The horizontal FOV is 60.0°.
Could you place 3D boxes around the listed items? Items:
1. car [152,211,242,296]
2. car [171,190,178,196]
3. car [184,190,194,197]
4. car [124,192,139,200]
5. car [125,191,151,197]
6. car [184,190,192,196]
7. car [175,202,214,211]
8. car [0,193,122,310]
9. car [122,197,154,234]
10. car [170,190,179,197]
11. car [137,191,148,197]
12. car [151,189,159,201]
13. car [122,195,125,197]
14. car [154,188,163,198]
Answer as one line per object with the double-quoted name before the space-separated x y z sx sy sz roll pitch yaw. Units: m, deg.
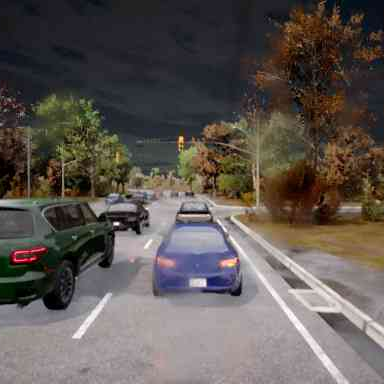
"car" 0.106 1.429 8.273 1.812 1.442 4.674 0 1 0
"car" -4.488 0.169 85.878 1.812 1.442 4.674 0 1 -3
"car" -0.509 0.364 75.931 1.882 1.535 5.008 0 1 -2
"car" -10.673 0.744 58.822 1.895 1.301 4.718 0 1 0
"car" -7.055 0.908 44.337 2.033 1.411 5.357 0 1 -1
"car" -0.993 0.165 86.076 1.812 1.442 4.674 0 1 -3
"car" 0.111 1.255 17.526 2.128 1.511 4.902 0 1 0
"car" -3.392 1.132 7.756 2.150 2.045 5.566 0 1 0
"car" -3.390 1.243 17.416 1.882 1.535 5.008 0 1 0
"car" -4.008 0.405 75.836 2.128 1.511 4.902 0 1 -2
"car" -10.957 0.429 74.270 1.812 1.442 4.674 0 1 -2
"car" -7.161 0.693 57.223 1.812 1.442 4.674 0 1 -1
"car" -10.588 0.867 45.622 1.812 1.442 4.674 0 1 0
"car" -7.388 0.160 72.372 2.150 2.045 5.566 0 1 -2
